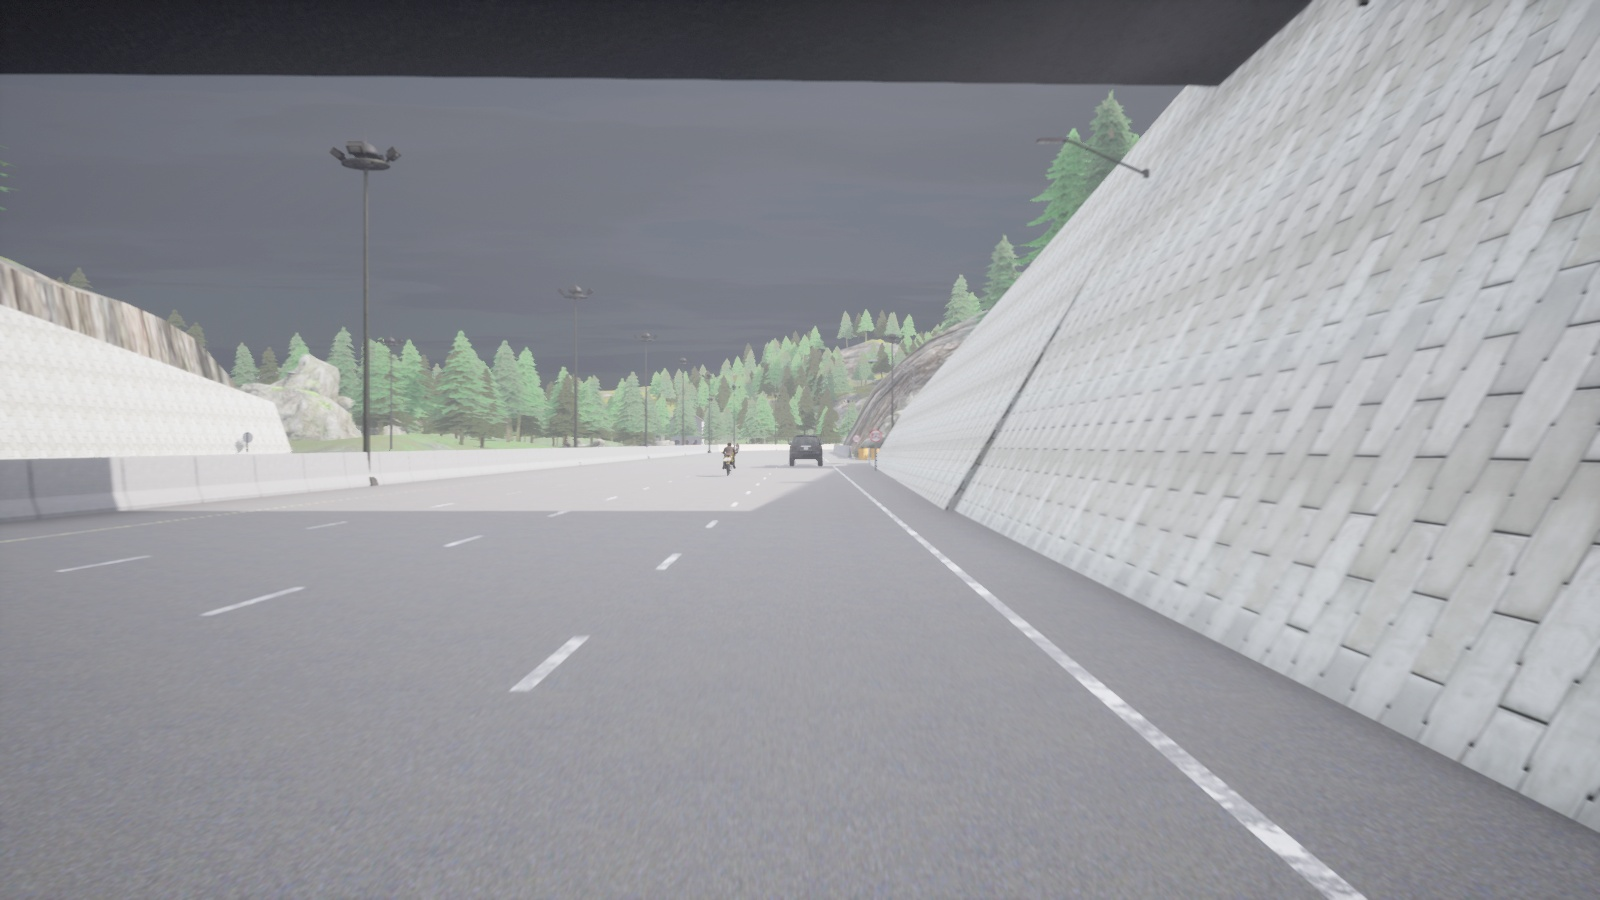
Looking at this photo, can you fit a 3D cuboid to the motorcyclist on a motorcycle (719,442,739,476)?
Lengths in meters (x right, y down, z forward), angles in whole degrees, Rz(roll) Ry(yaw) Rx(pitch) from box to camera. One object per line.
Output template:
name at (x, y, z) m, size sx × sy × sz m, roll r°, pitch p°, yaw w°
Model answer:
motorcyclist on a motorcycle at (-3.218, 0.408, 57.035) m, size 0.797 × 1.523 × 2.044 m, roll 0°, pitch 0°, yaw 0°

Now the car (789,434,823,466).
car at (0.399, 0.005, 82.692) m, size 2.150 × 2.045 × 5.566 m, roll 0°, pitch 0°, yaw 0°
